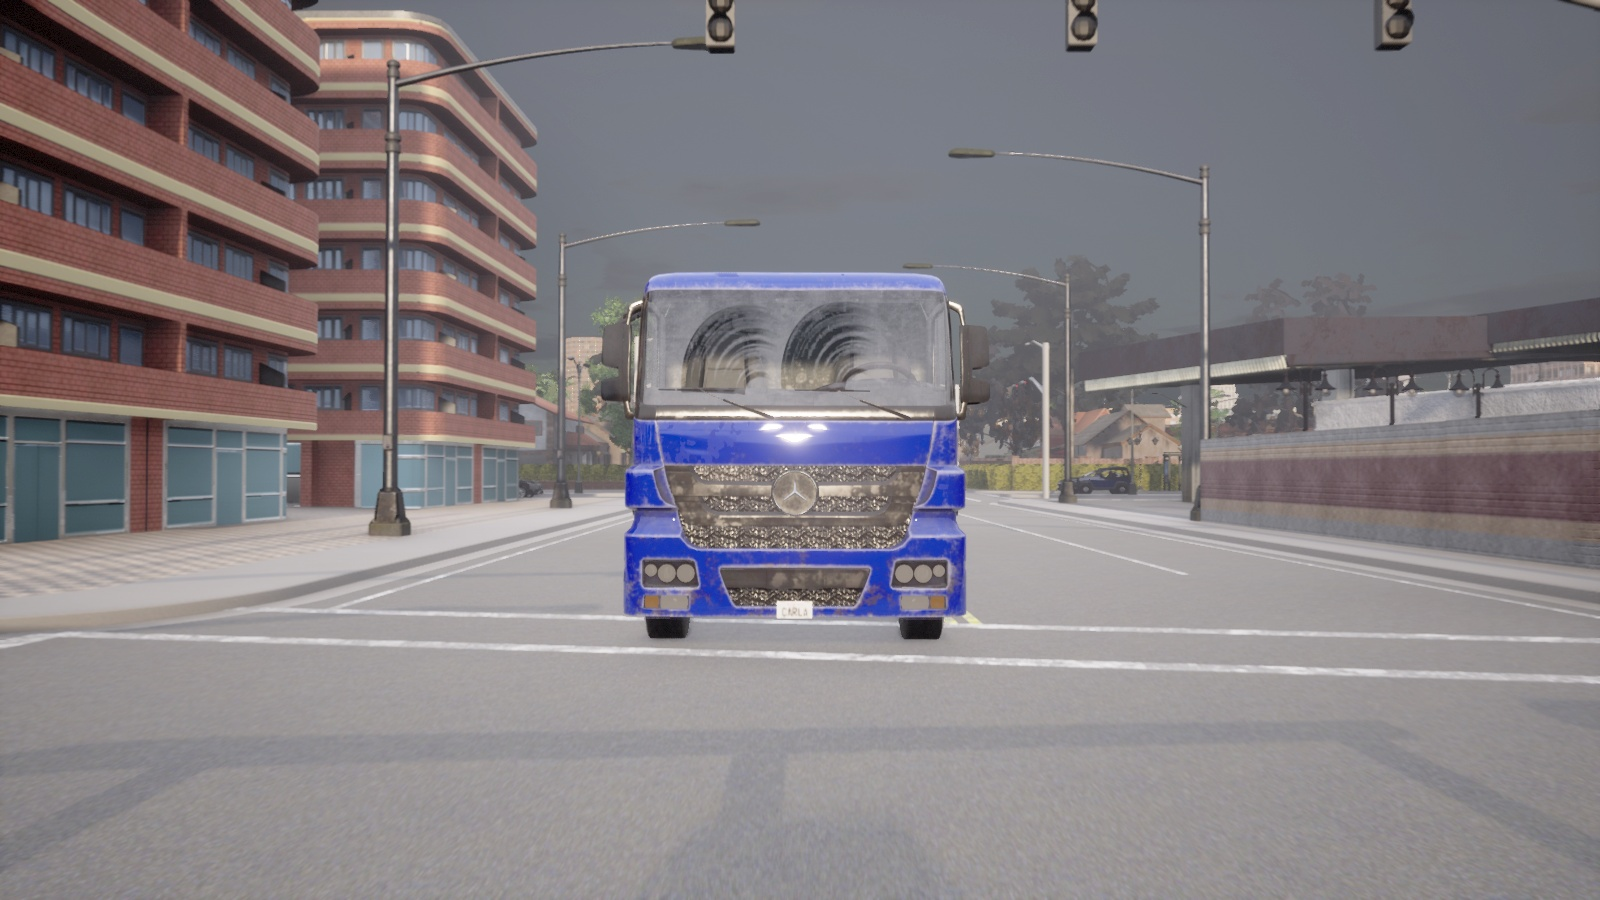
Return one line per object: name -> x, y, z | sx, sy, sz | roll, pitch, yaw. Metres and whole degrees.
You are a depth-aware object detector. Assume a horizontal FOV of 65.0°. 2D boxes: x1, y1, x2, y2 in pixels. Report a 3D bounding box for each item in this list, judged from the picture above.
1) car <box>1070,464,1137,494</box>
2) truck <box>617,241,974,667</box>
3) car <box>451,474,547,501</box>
car -> 19.503, 1.838, 80.882 | 3.866, 1.878, 1.905 | 0, -1, 1
truck -> -0.049, 0.093, 14.206 | 2.891, 3.462, 7.936 | 0, -1, 0
car -> -16.743, 2.077, 70.021 | 4.892, 1.490, 1.837 | 0, -1, 2
